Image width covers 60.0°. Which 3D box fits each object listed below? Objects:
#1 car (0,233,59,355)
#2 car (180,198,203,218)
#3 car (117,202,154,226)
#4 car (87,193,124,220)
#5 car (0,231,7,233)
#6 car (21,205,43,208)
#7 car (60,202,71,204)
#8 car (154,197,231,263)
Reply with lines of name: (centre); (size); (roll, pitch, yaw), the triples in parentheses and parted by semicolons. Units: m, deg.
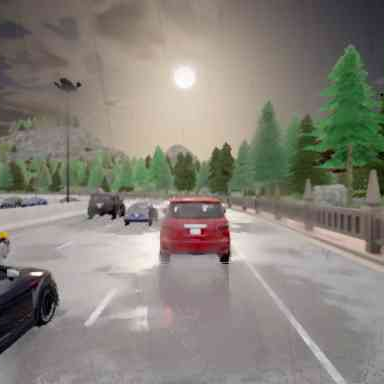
car: (-3.405, 1.549, 4.364); (1.994, 1.385, 4.181); (0, 0, 0)
car: (-0.128, 1.378, 29.984); (1.882, 1.535, 5.008); (0, 0, -2)
car: (-3.421, 1.472, 22.965); (2.033, 1.411, 5.357); (0, 0, 0)
car: (-7.009, 1.130, 27.566); (2.150, 2.045, 5.566); (0, 0, -2)
car: (-6.903, 1.448, 8.899); (1.882, 1.535, 5.008); (0, 0, 0)
car: (-18.857, 1.346, 39.961); (1.882, 1.535, 5.008); (0, 0, -8)
car: (-15.747, 1.350, 42.642); (2.128, 1.511, 4.902); (0, 0, -9)
car: (0.097, 1.182, 11.937); (2.150, 2.045, 5.566); (0, 0, 0)
